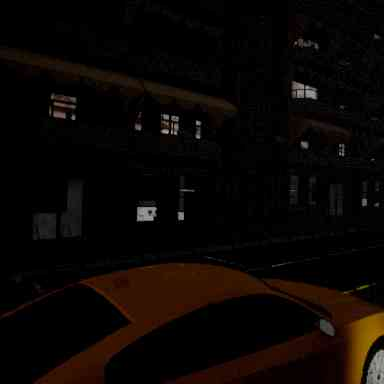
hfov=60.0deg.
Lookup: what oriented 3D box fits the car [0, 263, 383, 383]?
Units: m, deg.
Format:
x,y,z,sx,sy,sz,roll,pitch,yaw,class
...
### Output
x,y,z,sx,sy,sz,roll,pitch,yaw,class
0.075,1.478,3.218,5.008,1.535,1.882,0,0,-35,car
